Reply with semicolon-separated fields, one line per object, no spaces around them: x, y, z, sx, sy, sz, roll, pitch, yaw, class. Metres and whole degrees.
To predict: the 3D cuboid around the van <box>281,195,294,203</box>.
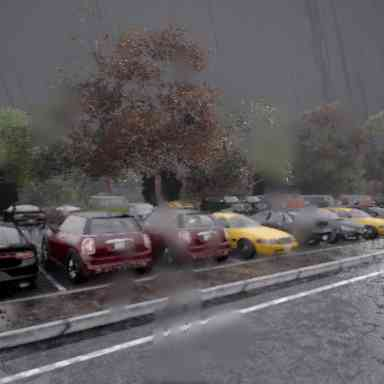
7.625;1.324;33.535;1.878;1.987;4.442;0;0;-35;van

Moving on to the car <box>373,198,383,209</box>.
30.231;1.765;49.525;1.946;1.575;5.366;1;0;-35;car

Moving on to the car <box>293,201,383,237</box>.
8.392;1.523;17.947;1.946;1.575;5.366;0;0;-35;car

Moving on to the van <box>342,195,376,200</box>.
20.928;1.413;43.281;1.878;1.987;4.442;1;0;-35;van

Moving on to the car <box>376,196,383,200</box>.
23.369;1.700;44.838;2.163;1.488;4.792;1;0;-35;car

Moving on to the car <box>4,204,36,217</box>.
-10.502;1.481;20.783;2.097;1.535;5.008;0;0;-35;car

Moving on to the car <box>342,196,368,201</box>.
18.719;1.642;41.602;2.163;1.488;4.792;1;0;-35;car

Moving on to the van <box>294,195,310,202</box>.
9.748;1.332;35.330;1.878;1.987;4.442;0;0;-35;van

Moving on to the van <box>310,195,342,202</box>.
14.406;1.352;38.367;1.878;1.987;4.442;0;0;-36;van

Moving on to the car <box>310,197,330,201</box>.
12.069;1.566;36.844;2.097;1.535;5.008;0;0;-35;car

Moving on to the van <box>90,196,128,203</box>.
-6.159;1.272;24.021;1.878;1.987;4.442;0;0;-35;van

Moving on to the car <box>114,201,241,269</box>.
-0.747;1.366;11.638;2.185;1.767;4.553;0;0;-35;car

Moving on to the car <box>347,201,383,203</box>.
12.826;1.573;21.292;2.163;1.488;4.792;0;0;-35;car

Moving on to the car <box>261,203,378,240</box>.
6.018;1.519;16.495;2.231;1.521;4.892;0;0;-35;car

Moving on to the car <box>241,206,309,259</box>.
1.604;1.497;13.121;1.946;1.575;5.366;0;0;-35;car

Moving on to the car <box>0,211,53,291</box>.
-5.288;1.475;8.441;2.097;1.535;5.008;0;0;-35;car

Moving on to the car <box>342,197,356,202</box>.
16.568;1.622;40.073;2.163;1.488;4.792;0;0;-35;car

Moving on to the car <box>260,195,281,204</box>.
5.317;1.290;32.002;2.435;2.045;5.566;0;0;-35;car

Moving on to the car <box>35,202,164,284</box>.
-3.010;1.358;10.029;2.185;1.767;4.553;0;0;-35;car

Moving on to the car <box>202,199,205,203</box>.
-1.471;1.515;27.204;2.097;1.535;5.008;0;0;-35;car

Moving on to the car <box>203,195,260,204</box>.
3.059;1.281;30.397;2.435;2.045;5.566;0;0;-35;car

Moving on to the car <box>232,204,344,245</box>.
3.763;1.510;14.876;2.231;1.521;4.892;0;0;-35;car

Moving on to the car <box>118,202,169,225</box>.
-3.835;1.547;25.533;2.002;1.452;4.674;0;0;-35;car
